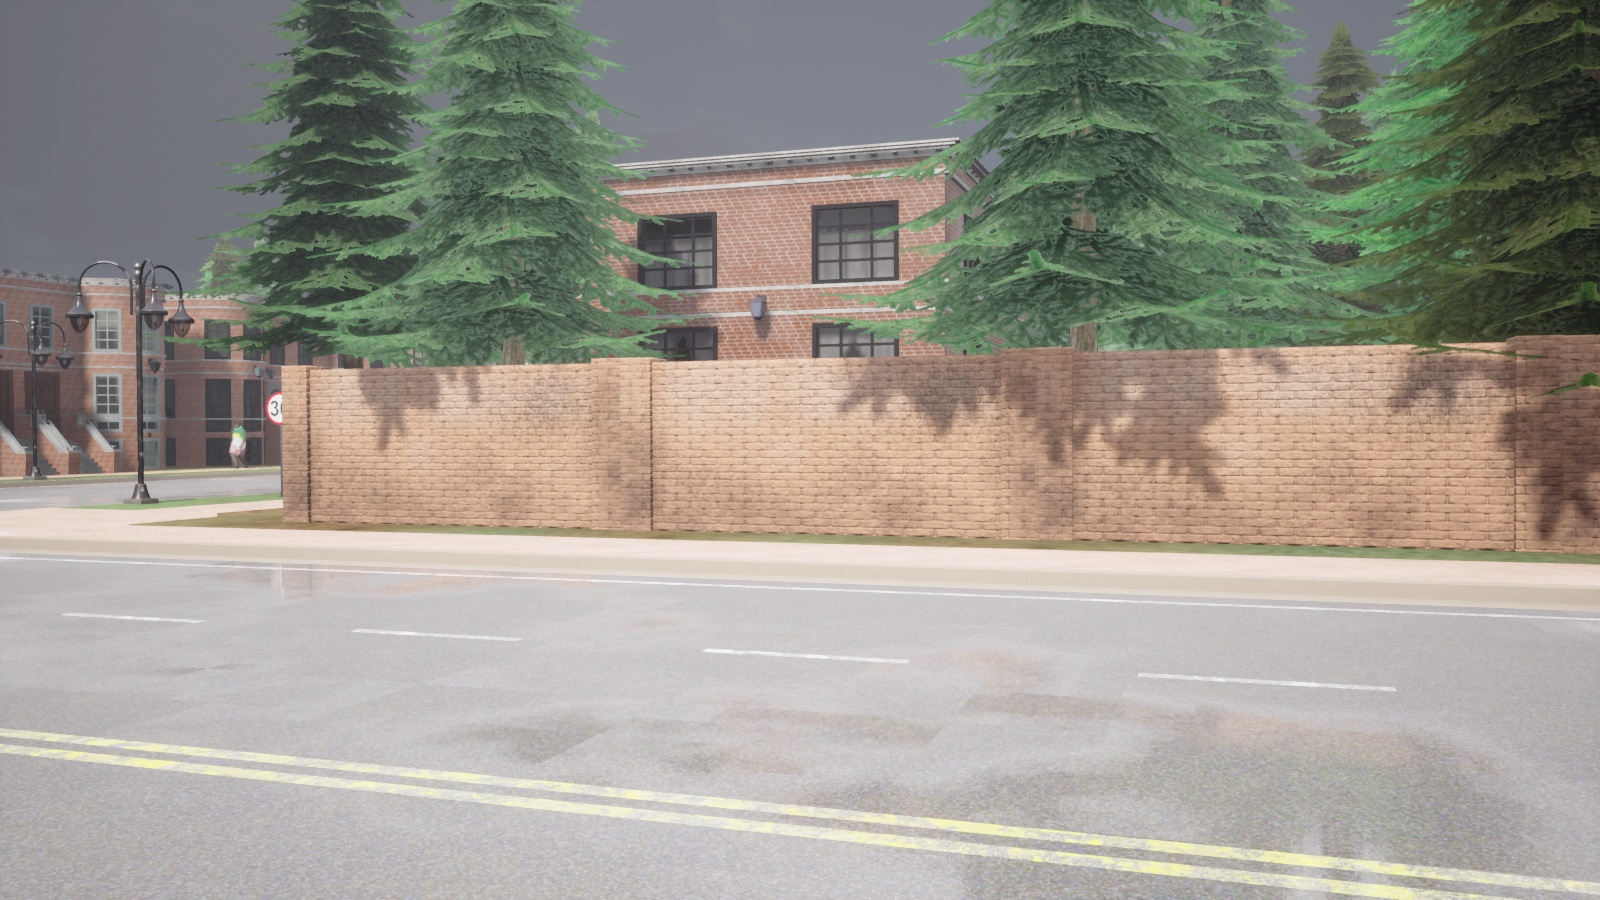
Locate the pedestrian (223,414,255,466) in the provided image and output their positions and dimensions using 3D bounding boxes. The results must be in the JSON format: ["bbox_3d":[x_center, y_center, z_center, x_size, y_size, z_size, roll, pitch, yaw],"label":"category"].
[{"bbox_3d":[-21.089,-0.384,47.198,0.659,1.952,0.873,1,1,20],"label":"pedestrian"}]
